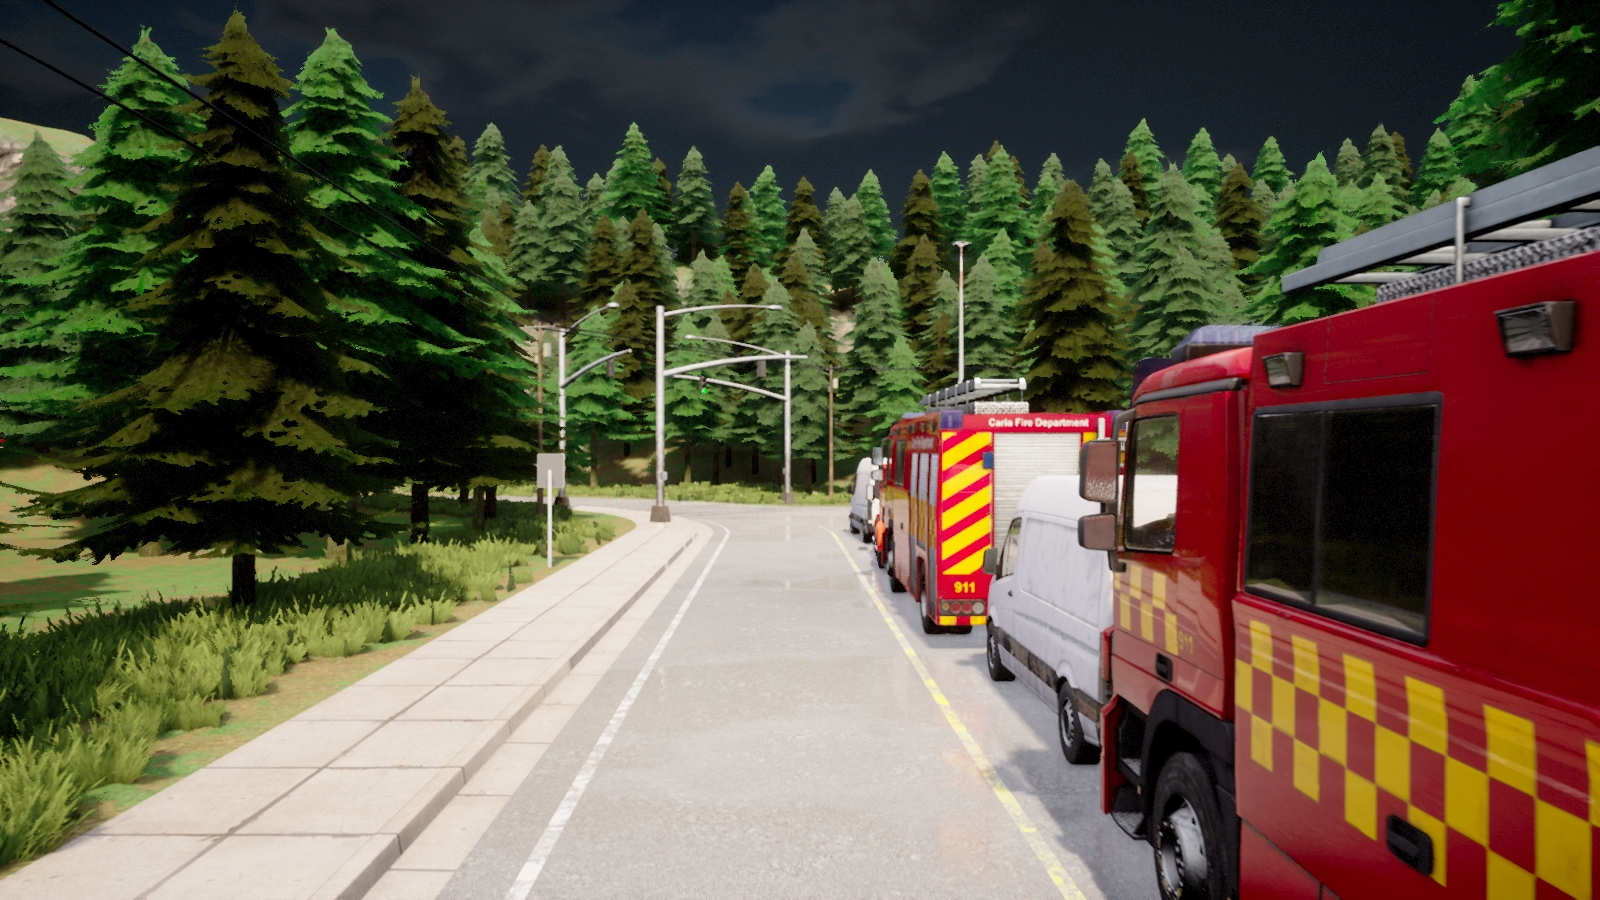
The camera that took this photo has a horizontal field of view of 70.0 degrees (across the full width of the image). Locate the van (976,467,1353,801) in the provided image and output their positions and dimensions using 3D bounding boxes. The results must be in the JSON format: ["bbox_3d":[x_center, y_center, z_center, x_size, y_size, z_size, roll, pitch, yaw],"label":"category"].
[{"bbox_3d":[3.348,1.502,12.025,1.988,2.561,5.915,0,0,-1],"label":"van"}]

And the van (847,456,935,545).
[{"bbox_3d":[2.778,1.493,36.311,1.988,2.561,5.915,0,0,-3],"label":"van"}]

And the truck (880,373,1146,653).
[{"bbox_3d":[3.216,0.856,19.873,2.891,3.827,8.468,0,0,-1],"label":"truck"}]

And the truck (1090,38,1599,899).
[{"bbox_3d":[3.496,0.855,3.677,2.891,3.827,8.468,0,0,-1],"label":"truck"}]
